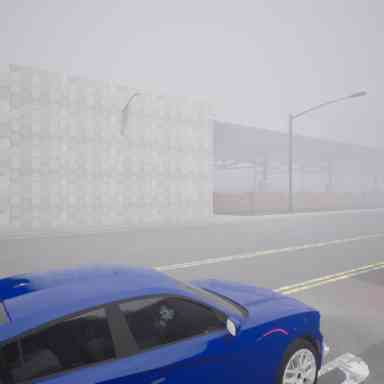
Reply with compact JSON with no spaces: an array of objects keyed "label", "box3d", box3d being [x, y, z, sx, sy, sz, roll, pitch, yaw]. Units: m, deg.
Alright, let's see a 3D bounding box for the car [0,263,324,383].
[{"label":"car","box3d":[-0.733,1.478,3.227,5.008,1.535,1.882,0,0,-36]}]
